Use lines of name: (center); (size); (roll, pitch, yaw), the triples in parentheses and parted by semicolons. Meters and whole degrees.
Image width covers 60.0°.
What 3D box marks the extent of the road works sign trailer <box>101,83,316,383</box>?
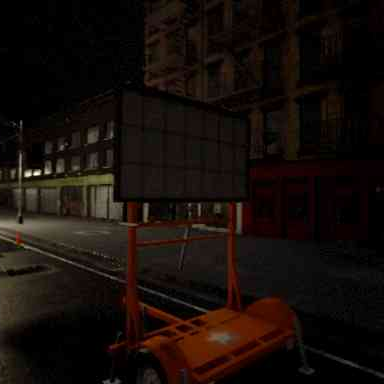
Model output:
road works sign trailer: (-0.150, 0.529, 4.641); (2.380, 3.560, 2.880); (1, -1, -43)

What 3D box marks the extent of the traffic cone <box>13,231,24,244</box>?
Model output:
traffic cone: (-7.916, 2.067, 15.185); (0.340, 0.580, 0.340); (1, -1, -43)
